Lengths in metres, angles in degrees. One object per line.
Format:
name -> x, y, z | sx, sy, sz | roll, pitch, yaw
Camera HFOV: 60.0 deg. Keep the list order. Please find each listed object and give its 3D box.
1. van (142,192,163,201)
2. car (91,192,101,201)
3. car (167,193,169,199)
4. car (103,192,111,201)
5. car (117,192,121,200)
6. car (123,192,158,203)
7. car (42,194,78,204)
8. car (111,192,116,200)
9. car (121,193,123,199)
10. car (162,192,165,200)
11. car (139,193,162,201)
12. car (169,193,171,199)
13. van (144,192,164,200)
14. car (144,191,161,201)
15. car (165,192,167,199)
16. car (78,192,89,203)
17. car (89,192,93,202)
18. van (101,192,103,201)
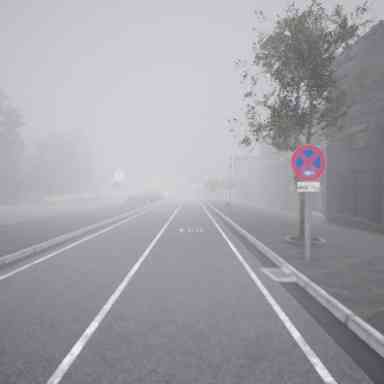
van -> -8.850, 0.981, 74.438 | 4.442, 1.987, 1.878 | 0, 0, 0
car -> -22.003, 1.068, 68.769 | 4.553, 1.767, 2.185 | 0, 0, 0
car -> -8.983, 1.245, 82.847 | 5.008, 1.535, 2.097 | 0, 0, 0
car -> -22.050, 1.268, 77.121 | 4.674, 1.452, 2.002 | 0, 0, 0
car -> -22.113, 1.309, 88.262 | 4.792, 1.488, 2.163 | 0, 0, 0
car -> -8.933, 1.175, 57.622 | 4.892, 1.521, 2.231 | 0, 0, 0
car -> -22.011, 1.187, 54.845 | 5.008, 1.535, 2.097 | 0, 0, 0
car -> -21.874, 1.238, 79.907 | 5.366, 1.575, 1.946 | 0, 0, 0
car -> -22.064, 1.043, 91.047 | 5.566, 2.045, 2.435 | 0, 0, 0
car -> -8.983, 0.934, 68.833 | 5.566, 2.045, 2.435 | 0, 0, 0
car -> -8.928, 1.069, 71.633 | 4.553, 1.767, 2.185 | 0, 0, 0
car -> -9.025, 1.007, 85.652 | 5.566, 2.045, 2.435 | 0, 0, 0
van -> -9.097, 1.007, 80.044 | 4.442, 1.987, 1.878 | 0, 0, 0
car -> -8.971, 0.920, 60.423 | 5.566, 2.045, 2.435 | 0, 0, 0
car -> -8.967, 1.221, 77.241 | 4.892, 1.521, 2.231 | 0, 0, 0
car -> -22.027, 1.179, 60.414 | 5.008, 1.535, 2.097 | 0, 0, 0
car -> -22.027, 1.221, 63.201 | 4.674, 1.452, 2.002 | 0, 0, 0
van -> -22.155, 0.977, 71.550 | 4.442, 1.987, 1.878 | 0, 0, 0
